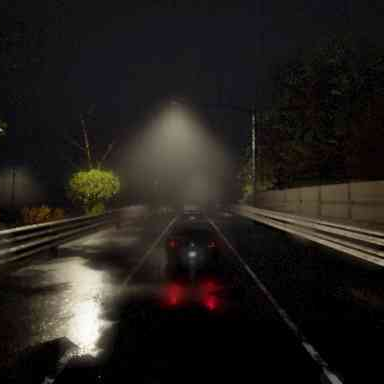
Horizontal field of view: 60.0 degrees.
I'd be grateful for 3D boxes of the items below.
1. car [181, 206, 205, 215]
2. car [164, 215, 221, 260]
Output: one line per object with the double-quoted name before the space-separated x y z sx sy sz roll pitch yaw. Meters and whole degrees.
"car" 0.043 1.911 28.852 2.128 1.511 4.902 0 -1 1
"car" 0.036 1.789 13.156 1.895 1.301 4.718 0 -1 0
